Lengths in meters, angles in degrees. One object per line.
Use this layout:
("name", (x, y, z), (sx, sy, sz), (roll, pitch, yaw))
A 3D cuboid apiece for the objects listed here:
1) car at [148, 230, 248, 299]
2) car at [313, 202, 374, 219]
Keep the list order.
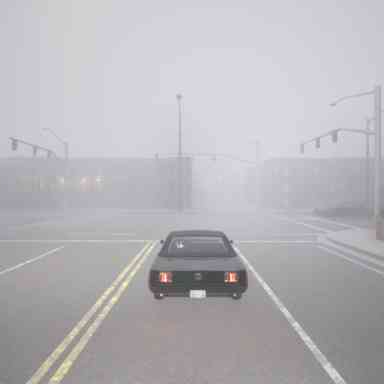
("car", (0.117, 1.601, 8.370), (1.895, 1.301, 4.718), (0, 0, 0))
("car", (13.291, 1.547, 28.671), (5.357, 1.411, 2.033), (0, 0, -4))
